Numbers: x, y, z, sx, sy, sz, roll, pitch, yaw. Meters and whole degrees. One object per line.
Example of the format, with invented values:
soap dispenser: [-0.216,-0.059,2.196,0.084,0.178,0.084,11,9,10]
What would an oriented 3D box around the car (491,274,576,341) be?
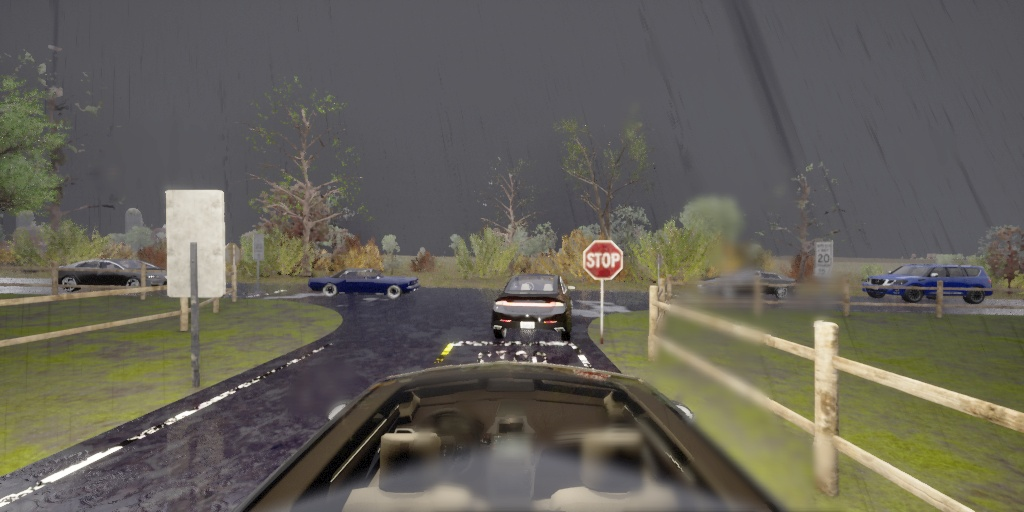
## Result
car: [0.710,1.240,9.934,2.128,1.511,4.902,0,0,9]

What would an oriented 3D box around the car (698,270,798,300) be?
car: [13.012,1.526,19.888,4.902,1.511,2.128,1,1,0]

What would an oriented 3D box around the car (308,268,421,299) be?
car: [-6.815,1.249,16.969,4.718,1.301,1.895,1,1,0]

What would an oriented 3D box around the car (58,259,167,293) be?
car: [-18.483,0.886,16.990,4.902,1.511,2.128,1,1,0]

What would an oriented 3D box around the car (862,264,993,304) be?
car: [22.907,1.467,19.873,5.566,2.045,2.150,1,1,0]
